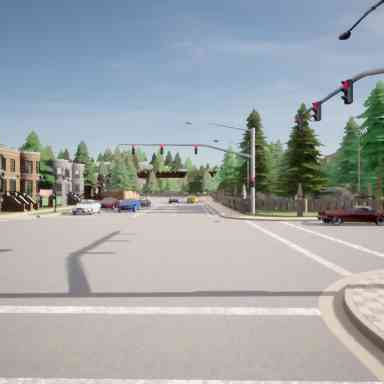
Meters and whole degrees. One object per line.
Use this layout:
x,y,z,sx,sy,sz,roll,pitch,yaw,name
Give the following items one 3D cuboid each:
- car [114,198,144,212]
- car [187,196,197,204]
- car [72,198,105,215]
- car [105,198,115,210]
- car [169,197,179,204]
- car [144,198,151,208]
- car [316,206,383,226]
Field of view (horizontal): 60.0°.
-7.172,1.478,38.363,1.882,1.535,5.008,0,0,0,car
-0.031,1.478,64.917,1.882,1.535,5.008,0,0,0,car
-10.664,1.526,34.023,1.812,1.442,4.674,0,0,0,car
-10.674,1.478,43.076,1.882,1.535,5.008,0,0,0,car
-3.531,1.601,65.200,1.895,1.301,4.718,0,0,0,car
-7.164,1.564,48.350,1.994,1.385,4.181,0,0,0,car
11.142,1.601,22.901,4.718,1.301,1.895,0,0,2,car
